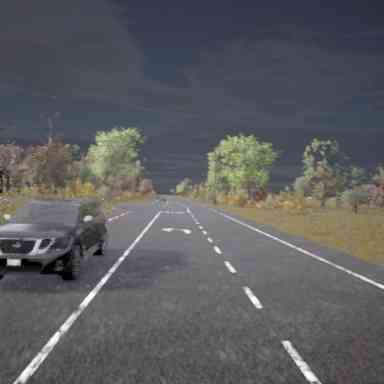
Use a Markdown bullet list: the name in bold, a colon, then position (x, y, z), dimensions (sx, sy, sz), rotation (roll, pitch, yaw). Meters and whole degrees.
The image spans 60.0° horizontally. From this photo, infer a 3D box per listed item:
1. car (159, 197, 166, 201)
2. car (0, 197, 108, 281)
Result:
- **car**: position (-8.284, 1.928, 92.335), dimensions (1.895, 1.301, 4.718), rotation (1, 0, -4)
- **car**: position (-4.044, 1.203, 10.064), dimensions (2.150, 2.045, 5.566), rotation (1, 0, -3)
